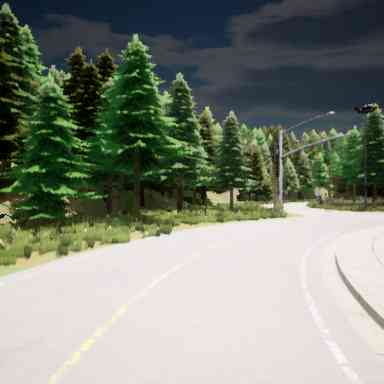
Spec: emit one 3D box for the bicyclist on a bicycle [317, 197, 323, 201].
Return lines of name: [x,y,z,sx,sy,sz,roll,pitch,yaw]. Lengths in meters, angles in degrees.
bicyclist on a bicycle: [18.042,1.465,47.155,1.656,1.620,0.582,0,0,10]
